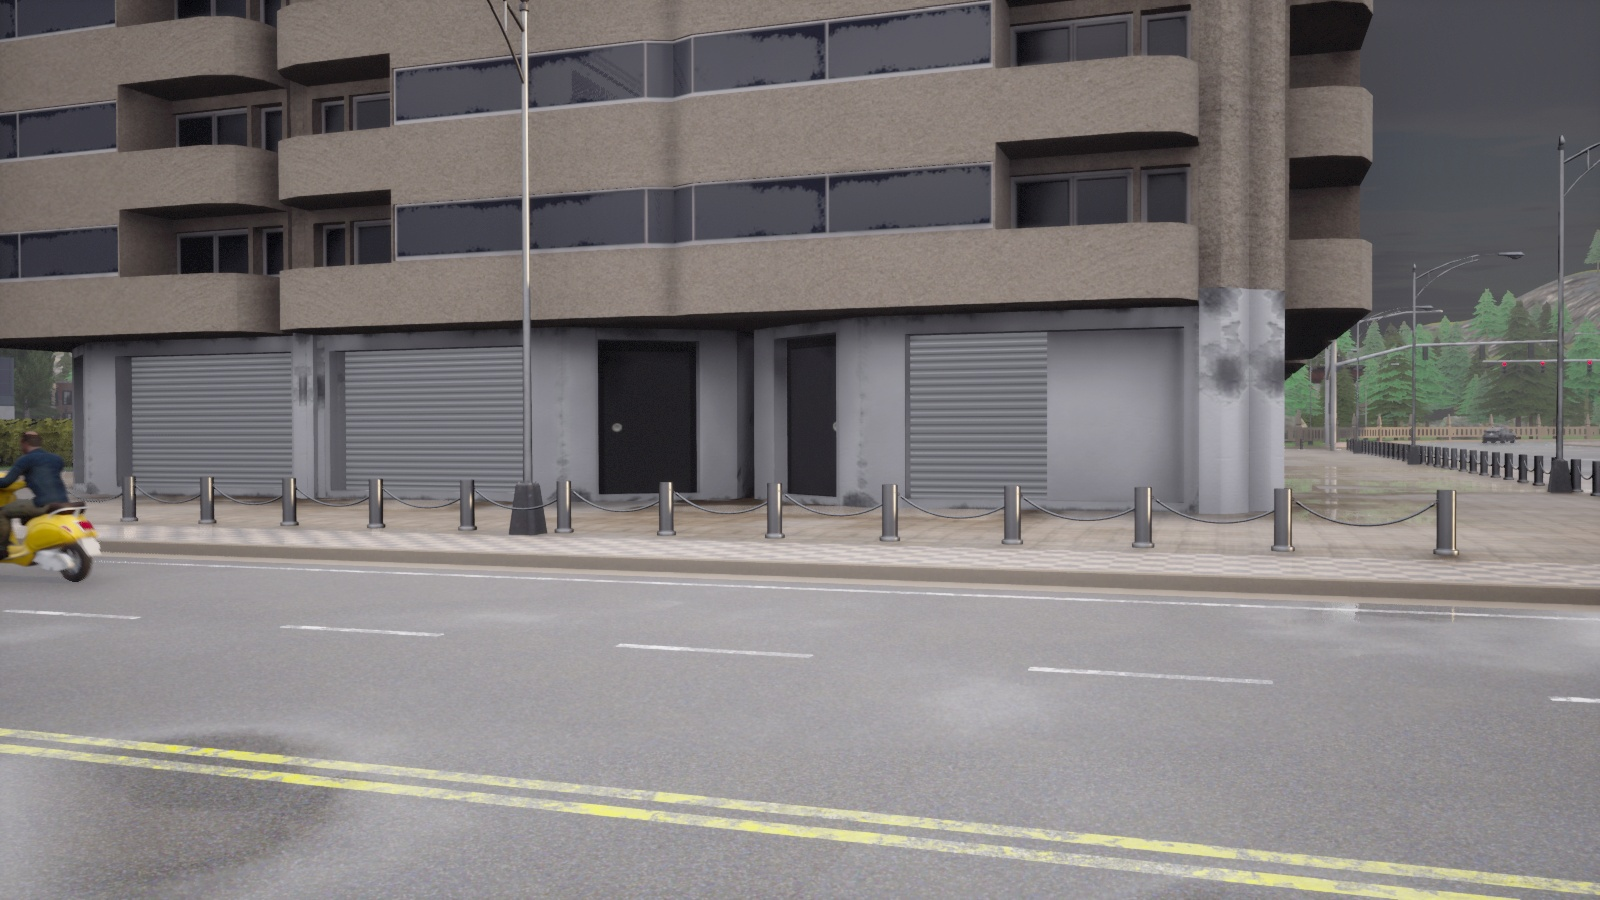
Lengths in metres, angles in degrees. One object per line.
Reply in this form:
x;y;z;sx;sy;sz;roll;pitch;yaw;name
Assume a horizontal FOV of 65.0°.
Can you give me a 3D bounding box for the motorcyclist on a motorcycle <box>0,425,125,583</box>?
-8.246;0.535;13.355;1.817;1.590;0.866;1;1;19;motorcyclist on a motorcycle
